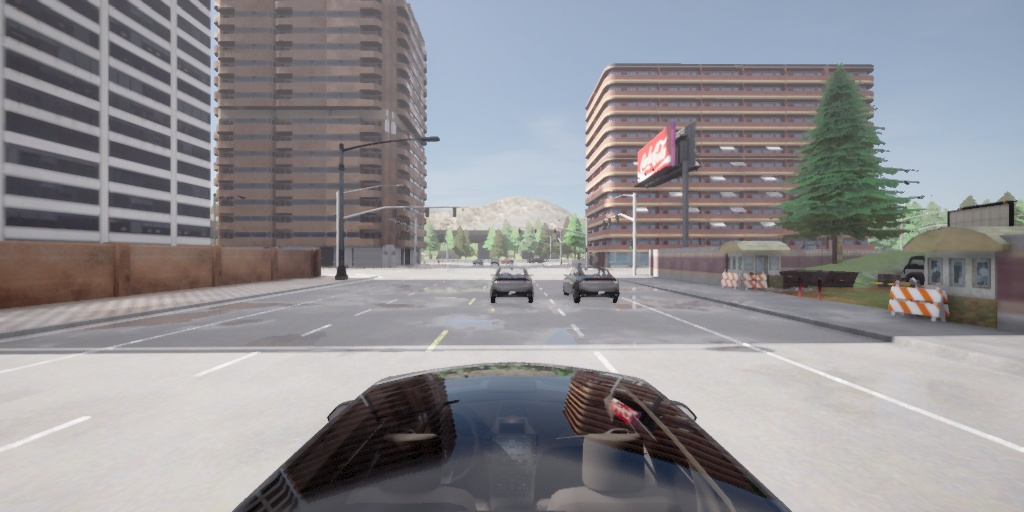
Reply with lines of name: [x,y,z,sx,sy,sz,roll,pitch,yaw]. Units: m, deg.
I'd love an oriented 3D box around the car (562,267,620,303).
car: [3.500,1.243,16.500,2.128,1.511,4.902,0,0,0]

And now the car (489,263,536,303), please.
car: [0.000,1.243,16.500,2.128,1.511,4.902,0,0,0]
